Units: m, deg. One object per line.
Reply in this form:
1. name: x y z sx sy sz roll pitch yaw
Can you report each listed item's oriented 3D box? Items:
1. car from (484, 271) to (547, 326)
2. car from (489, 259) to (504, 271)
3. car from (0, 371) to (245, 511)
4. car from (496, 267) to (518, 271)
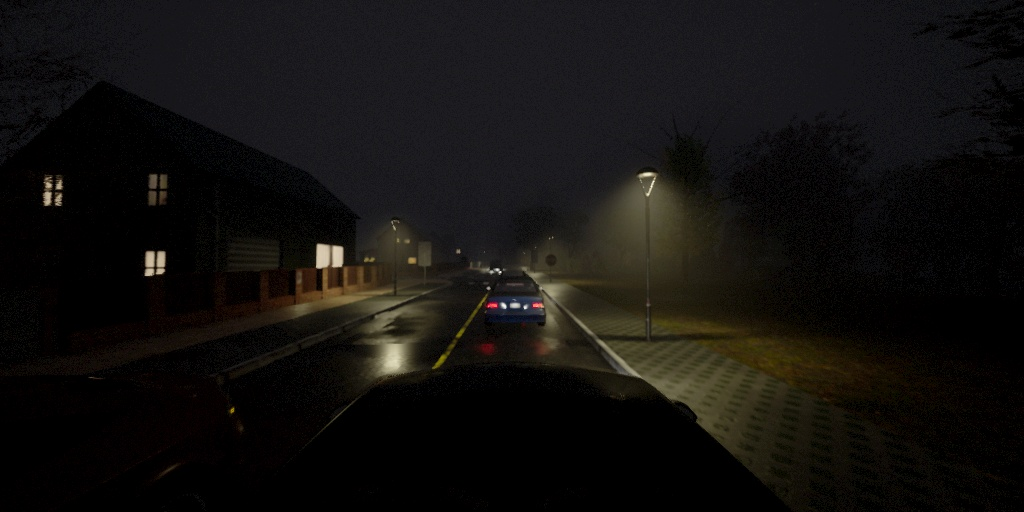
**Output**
1. car: 0.091 1.380 12.001 2.033 1.411 5.357 0 0 0
2. car: -2.729 1.559 62.931 2.150 2.045 5.566 0 0 1
3. car: -2.849 1.268 0.754 1.812 1.442 4.674 0 0 0
4. car: 0.072 1.521 21.988 1.895 1.301 4.718 0 -1 0
